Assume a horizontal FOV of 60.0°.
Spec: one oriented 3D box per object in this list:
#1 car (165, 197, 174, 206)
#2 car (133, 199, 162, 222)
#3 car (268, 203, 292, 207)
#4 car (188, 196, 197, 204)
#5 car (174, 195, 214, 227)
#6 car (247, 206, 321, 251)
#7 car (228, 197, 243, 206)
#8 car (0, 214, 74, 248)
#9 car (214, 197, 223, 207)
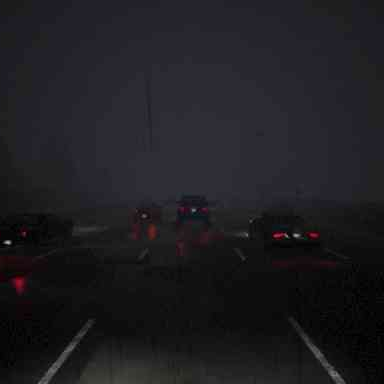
[{"bbox_3d":[-3.409,1.485,54.709,2.128,1.511,4.902,0,0,0],"label":"car"},{"bbox_3d":[-3.406,1.523,26.040,1.812,1.442,4.674,0,0,0],"label":"car"},{"bbox_3d":[7.096,1.561,26.841,1.994,1.385,4.181,0,0,0],"label":"car"},{"bbox_3d":[0.090,1.519,64.666,1.812,1.442,4.674,0,0,0],"label":"car"},{"bbox_3d":[0.095,1.218,23.154,2.150,2.045,5.566,0,0,0],"label":"car"},{"bbox_3d":[3.600,1.546,13.945,2.033,1.411,5.357,0,0,0],"label":"car"},{"bbox_3d":[7.091,1.558,54.153,1.994,1.385,4.181,0,0,0],"label":"car"},{"bbox_3d":[-6.902,1.599,14.729,1.895,1.301,4.718,0,0,0],"label":"car"},{"bbox_3d":[3.590,1.520,50.061,1.812,1.442,4.674,0,0,0],"label":"car"}]
